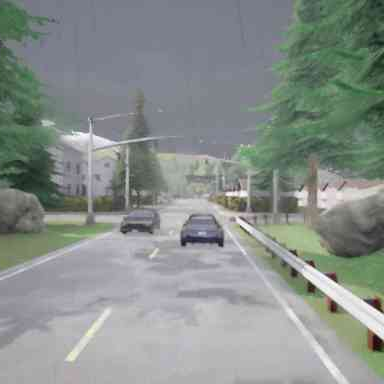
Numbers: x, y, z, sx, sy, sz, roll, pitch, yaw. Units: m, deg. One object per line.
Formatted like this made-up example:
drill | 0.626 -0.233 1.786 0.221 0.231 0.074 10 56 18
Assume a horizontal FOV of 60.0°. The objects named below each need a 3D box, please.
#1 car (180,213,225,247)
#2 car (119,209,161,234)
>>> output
car | 0.481 1.712 15.926 1.994 1.385 4.181 0 -1 1
car | -3.002 1.744 20.544 2.033 1.411 5.357 0 -1 1
